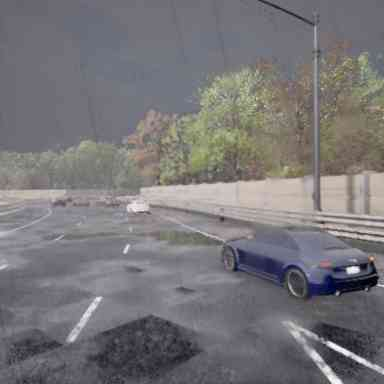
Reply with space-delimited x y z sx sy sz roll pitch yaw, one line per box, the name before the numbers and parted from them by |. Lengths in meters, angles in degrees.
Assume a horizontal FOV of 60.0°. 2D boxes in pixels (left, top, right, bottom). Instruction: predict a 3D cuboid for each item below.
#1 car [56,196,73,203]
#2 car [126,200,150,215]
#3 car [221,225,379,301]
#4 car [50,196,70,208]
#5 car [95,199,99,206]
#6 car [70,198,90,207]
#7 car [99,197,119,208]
car | -28.797 1.717 74.988 1.812 1.442 4.674 0 0 -43
car | -5.630 1.573 34.657 1.812 1.442 4.674 0 0 -20
car | 2.434 1.547 8.527 1.994 1.385 4.181 0 0 -24
car | -21.062 1.646 52.318 1.837 1.490 4.892 0 0 -32
car | -14.656 1.624 55.415 1.812 1.442 4.674 0 0 -32
car | -18.029 1.685 54.065 1.994 1.385 4.181 0 0 -32
car | -12.391 1.630 50.794 2.033 1.411 5.357 0 0 -23
